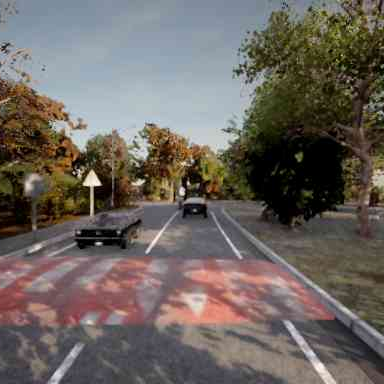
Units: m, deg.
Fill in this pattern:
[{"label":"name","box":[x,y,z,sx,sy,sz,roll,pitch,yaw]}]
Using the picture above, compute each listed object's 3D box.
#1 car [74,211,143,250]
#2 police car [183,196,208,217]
[{"label":"car","box":[-3.334,1.514,14.075,1.895,1.301,4.718,0,1,0]},{"label":"police car","box":[0.294,1.136,27.567,1.930,1.638,5.238,0,1,2]}]
